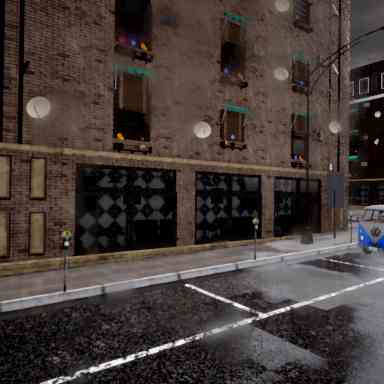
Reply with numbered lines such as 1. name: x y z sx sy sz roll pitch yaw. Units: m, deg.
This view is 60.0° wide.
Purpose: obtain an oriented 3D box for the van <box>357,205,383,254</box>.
1. van: 7.635 1.345 12.093 3.998 1.788 1.690 0 1 -35
